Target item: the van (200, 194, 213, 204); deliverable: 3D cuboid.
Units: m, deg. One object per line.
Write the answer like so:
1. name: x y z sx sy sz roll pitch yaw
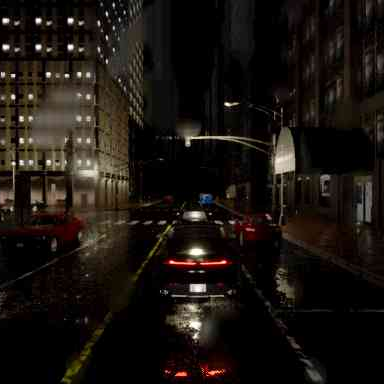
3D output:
1. van: 2.768 1.329 58.424 1.690 1.788 3.998 0 0 0

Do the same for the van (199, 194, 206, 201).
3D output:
1. van: 2.809 1.313 86.907 1.690 1.788 3.998 0 0 0

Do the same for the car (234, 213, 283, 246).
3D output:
1. car: 2.835 1.580 14.831 1.802 1.307 4.206 0 0 0

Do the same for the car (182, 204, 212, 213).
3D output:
1. car: 0.125 1.562 17.354 1.994 1.385 4.181 0 0 0

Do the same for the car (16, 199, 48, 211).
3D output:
1. car: -18.469 1.499 37.206 4.403 1.369 2.008 0 0 1

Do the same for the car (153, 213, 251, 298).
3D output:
1. car: 0.111 1.504 8.478 1.837 1.490 4.892 0 0 0

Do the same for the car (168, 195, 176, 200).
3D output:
1. car: -5.562 1.534 92.617 1.947 1.339 4.313 0 0 0

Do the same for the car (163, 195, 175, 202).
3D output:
1. car: -5.587 1.524 75.526 1.887 1.381 4.507 0 0 0

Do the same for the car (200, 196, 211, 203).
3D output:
1. car: 2.785 1.534 69.817 2.008 1.369 4.403 0 0 0

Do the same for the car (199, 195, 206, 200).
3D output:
1. car: 2.818 1.550 92.604 1.802 1.307 4.206 0 0 0

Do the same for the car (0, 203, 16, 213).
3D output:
1. car: -18.568 1.308 28.824 5.009 1.841 2.192 0 0 1

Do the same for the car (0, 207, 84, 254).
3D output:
1. car: -5.806 1.543 13.466 1.887 1.381 4.507 0 0 0
